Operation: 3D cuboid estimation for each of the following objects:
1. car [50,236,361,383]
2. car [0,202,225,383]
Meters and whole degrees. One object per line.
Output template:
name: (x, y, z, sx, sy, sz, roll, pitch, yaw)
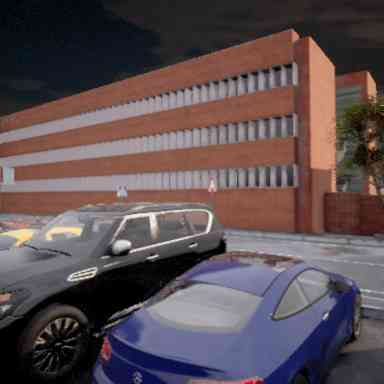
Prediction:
car: (0.900, 1.527, 4.349, 2.002, 1.452, 4.674, 0, 0, 36)
car: (-1.416, 1.249, 5.970, 2.435, 2.045, 5.566, 0, 0, 36)
